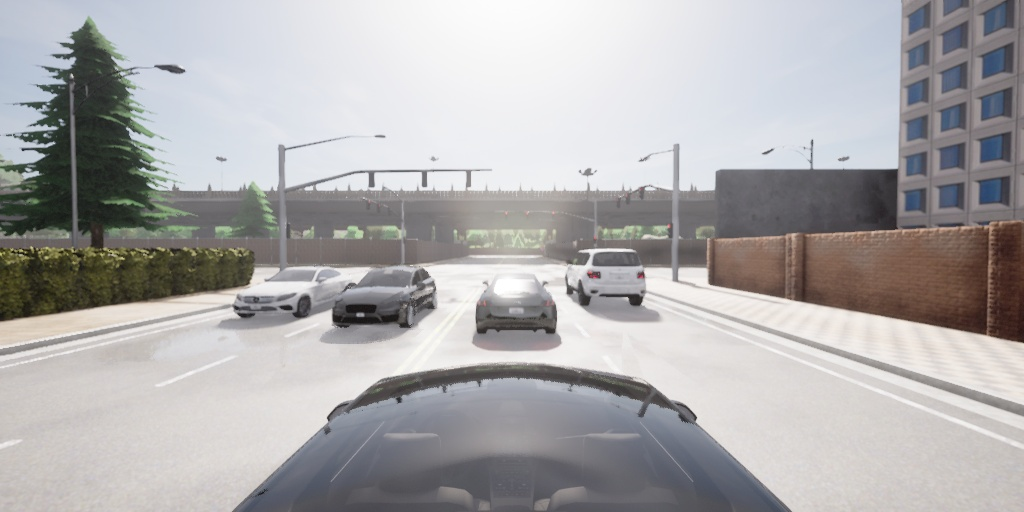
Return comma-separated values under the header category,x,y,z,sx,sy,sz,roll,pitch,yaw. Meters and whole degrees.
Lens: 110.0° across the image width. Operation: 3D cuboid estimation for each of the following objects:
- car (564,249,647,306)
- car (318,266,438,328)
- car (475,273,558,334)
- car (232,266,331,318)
category,x,y,z,sx,sy,sz,roll,pitch,yaw
car,3.498,0.730,14.343,2.150,2.045,5.566,0,1,0
car,-3.515,1.083,10.749,1.837,1.490,4.892,0,1,0
car,0.098,1.155,10.008,1.994,1.385,4.181,0,1,0
car,-7.002,1.077,12.118,1.812,1.442,4.674,0,1,0
